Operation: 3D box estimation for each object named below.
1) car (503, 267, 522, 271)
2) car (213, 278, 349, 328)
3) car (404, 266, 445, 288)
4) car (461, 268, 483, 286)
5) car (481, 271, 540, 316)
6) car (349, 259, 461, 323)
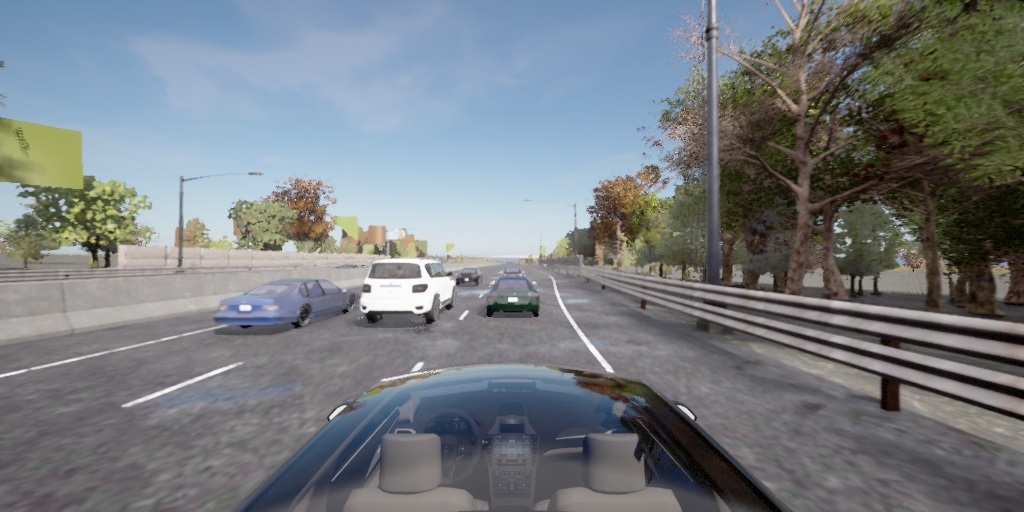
[{"bbox_3d":[0.043,1.632,29.091,2.128,1.511,4.902,0,-1,0],"label":"car"},{"bbox_3d":[-6.973,1.440,11.911,2.033,1.411,5.357,0,-1,1],"label":"car"},{"bbox_3d":[-6.957,1.631,29.077,2.128,1.511,4.902,0,-1,0],"label":"car"},{"bbox_3d":[-3.451,1.675,29.796,1.812,1.442,4.674,0,-1,0],"label":"car"},{"bbox_3d":[0.048,1.492,14.345,1.994,1.385,4.181,0,-1,0],"label":"car"},{"bbox_3d":[-3.464,1.131,12.991,2.150,2.045,5.566,0,-1,1],"label":"car"}]
